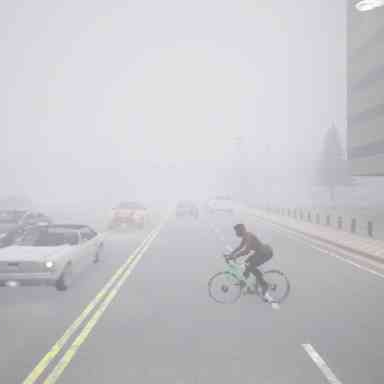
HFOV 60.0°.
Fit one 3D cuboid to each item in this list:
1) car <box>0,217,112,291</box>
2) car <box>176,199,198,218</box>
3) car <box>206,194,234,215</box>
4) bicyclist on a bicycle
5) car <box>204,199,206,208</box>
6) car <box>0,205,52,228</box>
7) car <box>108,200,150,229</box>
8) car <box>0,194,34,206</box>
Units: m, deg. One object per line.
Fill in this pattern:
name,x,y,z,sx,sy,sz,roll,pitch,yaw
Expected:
car,-3.757,1.601,9.105,1.895,1.301,4.718,0,0,-1
car,-0.457,1.601,29.538,1.895,1.301,4.718,0,0,-1
car,2.949,1.222,34.480,2.150,2.045,5.566,0,0,-1
bicyclist on a bicycle,1.129,1.453,6.654,1.656,1.620,0.582,-1,0,-1
car,2.763,1.352,43.958,2.097,1.767,4.553,0,0,-1
car,-7.328,1.490,13.636,2.128,1.511,4.902,0,0,-1
car,-3.988,1.352,21.457,2.097,1.767,4.553,0,0,-1
car,-21.849,1.153,41.793,1.932,1.855,4.605,0,0,-1
